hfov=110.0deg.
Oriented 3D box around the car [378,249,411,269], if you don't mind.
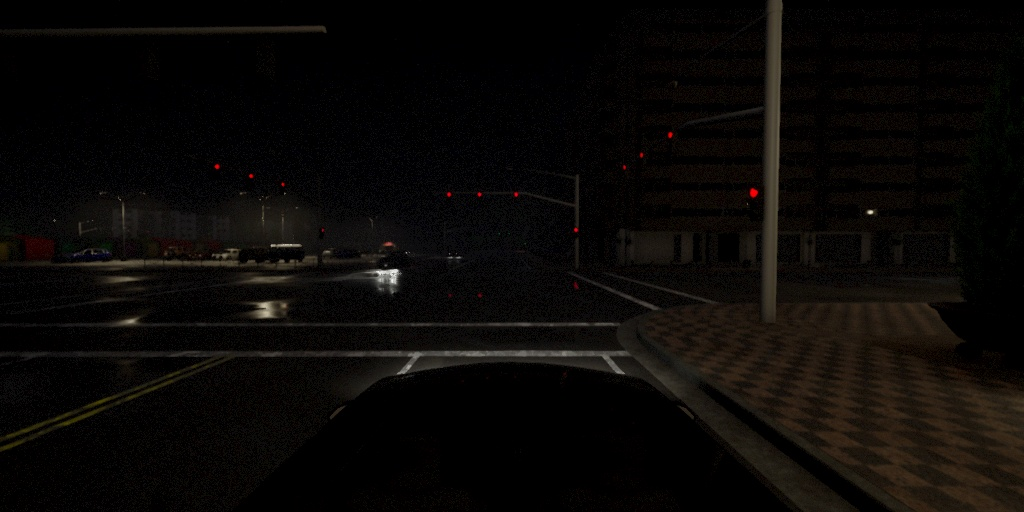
[{"bbox_3d":[-10.628,0.431,32.611,2.128,1.511,4.902,0,2,0],"label":"car"}]
